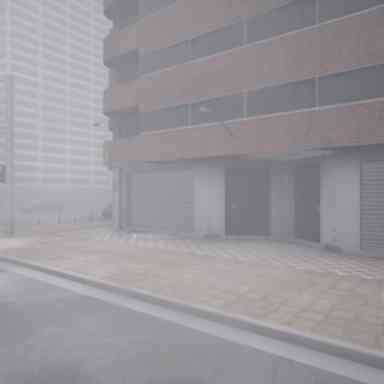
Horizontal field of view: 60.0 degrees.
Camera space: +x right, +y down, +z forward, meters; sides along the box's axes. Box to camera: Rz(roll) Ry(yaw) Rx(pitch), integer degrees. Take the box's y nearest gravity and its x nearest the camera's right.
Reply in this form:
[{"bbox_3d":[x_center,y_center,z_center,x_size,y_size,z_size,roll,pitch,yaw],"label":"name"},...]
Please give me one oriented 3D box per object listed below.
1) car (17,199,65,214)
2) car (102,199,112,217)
[{"bbox_3d":[-15.534,1.468,34.382,1.812,1.442,4.674,0,0,37],"label":"car"},{"bbox_3d":[-5.856,1.524,29.453,1.994,1.385,4.181,0,0,37],"label":"car"}]
